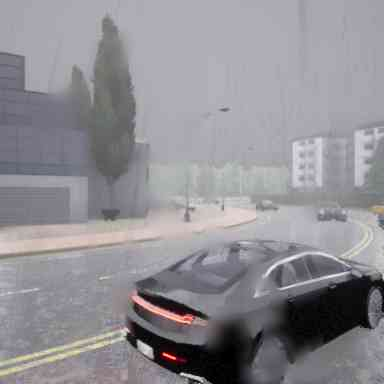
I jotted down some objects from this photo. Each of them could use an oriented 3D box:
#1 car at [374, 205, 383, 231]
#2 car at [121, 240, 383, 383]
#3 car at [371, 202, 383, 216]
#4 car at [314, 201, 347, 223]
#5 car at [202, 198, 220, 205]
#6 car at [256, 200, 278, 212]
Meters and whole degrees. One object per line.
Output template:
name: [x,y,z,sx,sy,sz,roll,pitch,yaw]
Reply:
car: [13.073,1.769,21.253,1.895,1.301,4.718,0,0,24]
car: [1.322,1.521,5.213,4.902,1.511,2.128,1,0,-41]
car: [19.954,1.741,33.705,1.882,1.535,5.008,0,0,8]
car: [11.396,1.541,27.567,2.097,1.767,4.553,0,0,16]
car: [3.899,1.899,67.777,1.994,1.385,4.181,0,0,-30]
car: [9.617,1.776,43.044,1.812,1.442,4.674,1,0,-6]
